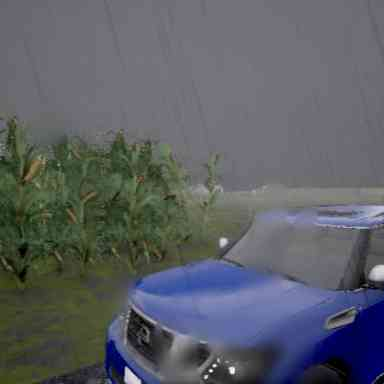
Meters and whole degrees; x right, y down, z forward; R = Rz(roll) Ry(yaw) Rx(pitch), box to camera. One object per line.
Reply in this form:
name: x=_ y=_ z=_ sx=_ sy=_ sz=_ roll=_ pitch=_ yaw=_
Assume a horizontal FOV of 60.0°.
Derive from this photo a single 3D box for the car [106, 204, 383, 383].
car: x=1.766 y=1.226 z=4.357 sx=5.566 sy=2.045 sz=2.150 roll=0 pitch=0 yaw=-35
